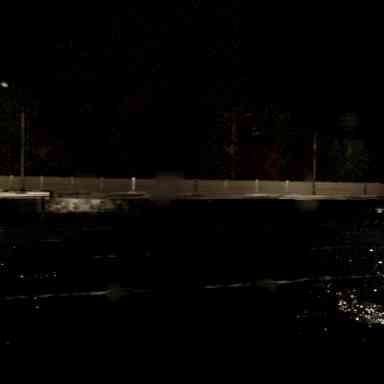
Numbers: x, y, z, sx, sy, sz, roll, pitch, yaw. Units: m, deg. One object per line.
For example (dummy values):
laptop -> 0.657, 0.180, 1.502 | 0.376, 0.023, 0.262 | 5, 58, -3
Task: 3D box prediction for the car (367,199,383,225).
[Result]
car -> 12.928, 1.167, 19.863 | 4.553, 1.767, 2.097 | 1, 1, -15
